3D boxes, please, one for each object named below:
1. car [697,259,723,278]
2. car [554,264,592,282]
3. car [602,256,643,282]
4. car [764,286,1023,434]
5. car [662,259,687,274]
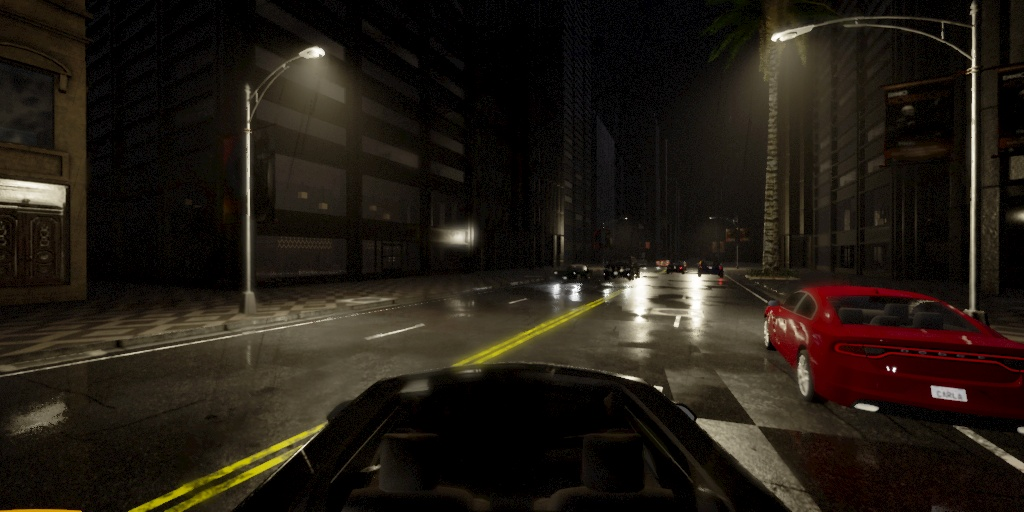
[{"bbox_3d":[19.253,1.114,34.887,2.097,1.767,4.553,0,0,27],"label":"car"},{"bbox_3d":[4.979,1.356,28.826,1.895,1.301,4.718,0,0,27],"label":"car"},{"bbox_3d":[9.206,0.978,29.945,2.150,2.045,5.566,0,0,27],"label":"car"},{"bbox_3d":[5.508,1.228,5.796,1.882,1.535,5.008,0,0,27],"label":"car"},{"bbox_3d":[18.607,1.312,40.708,2.033,1.411,5.357,0,0,27],"label":"car"}]
